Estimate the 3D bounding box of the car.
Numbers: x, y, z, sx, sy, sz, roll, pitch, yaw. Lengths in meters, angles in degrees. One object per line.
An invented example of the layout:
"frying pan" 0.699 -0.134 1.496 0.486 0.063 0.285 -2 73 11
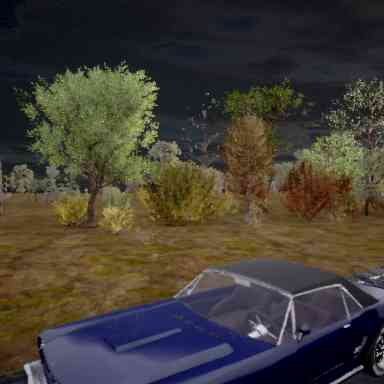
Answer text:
"car" 0.695 1.601 3.945 4.718 1.301 1.895 0 0 -36
